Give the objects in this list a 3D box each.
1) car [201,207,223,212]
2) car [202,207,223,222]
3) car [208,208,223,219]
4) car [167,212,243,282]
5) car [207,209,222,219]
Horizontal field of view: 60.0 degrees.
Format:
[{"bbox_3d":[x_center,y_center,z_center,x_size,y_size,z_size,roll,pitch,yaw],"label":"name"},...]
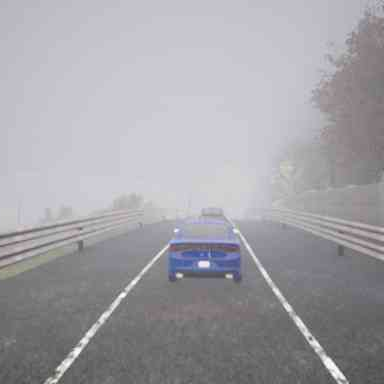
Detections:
[{"bbox_3d":[1.346,1.764,21.926,2.128,1.511,4.902,0,-1,4],"label":"car"},{"bbox_3d":[2.248,2.319,35.108,2.033,1.411,5.357,0,-3,5],"label":"car"},{"bbox_3d":[3.603,3.224,50.118,2.128,1.511,4.902,0,-4,6],"label":"car"},{"bbox_3d":[0.420,1.567,10.099,1.882,1.535,5.008,0,-1,3],"label":"car"},{"bbox_3d":[3.030,2.900,44.134,1.895,1.301,4.718,0,-4,5],"label":"car"}]
